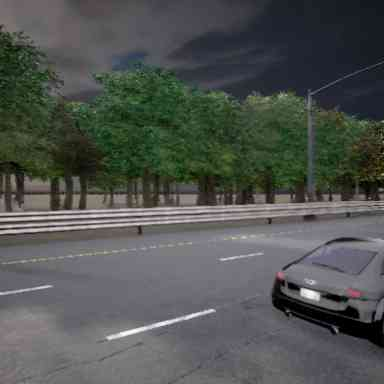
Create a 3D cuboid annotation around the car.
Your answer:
[{"bbox_3d":[3.473,1.565,6.352,4.181,1.385,1.994,0,0,-36],"label":"car"}]
